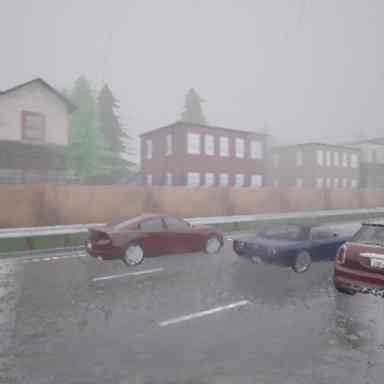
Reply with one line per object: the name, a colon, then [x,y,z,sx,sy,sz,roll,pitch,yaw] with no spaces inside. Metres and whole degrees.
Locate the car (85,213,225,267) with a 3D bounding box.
car: [-1.098,1.483,11.561,5.008,1.535,1.882,0,0,-35]

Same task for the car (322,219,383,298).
car: [5.251,1.360,7.489,4.553,1.767,2.097,0,0,-35]

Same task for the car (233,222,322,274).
car: [3.634,1.609,10.634,4.718,1.301,1.895,0,0,-35]
